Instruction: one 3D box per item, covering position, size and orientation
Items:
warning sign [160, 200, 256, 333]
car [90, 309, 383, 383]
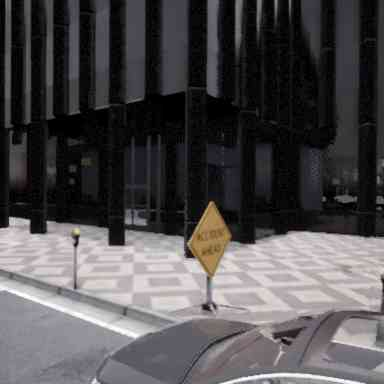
[{"bbox_3d":[0.294,1.084,5.582,1.060,1.860,1.300,1,0,35],"label":"warning sign"},{"bbox_3d":[1.110,1.548,2.172,4.403,1.369,2.008,1,0,35],"label":"car"}]
